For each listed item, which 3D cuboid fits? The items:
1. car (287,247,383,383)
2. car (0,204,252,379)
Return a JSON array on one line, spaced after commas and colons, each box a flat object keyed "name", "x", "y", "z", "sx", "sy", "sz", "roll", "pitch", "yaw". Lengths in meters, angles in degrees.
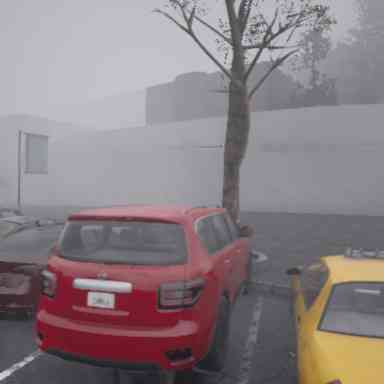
[{"name": "car", "x": 2.266, "y": 1.485, "z": 4.393, "sx": 1.946, "sy": 1.575, "sz": 5.366, "roll": 0, "pitch": -1, "yaw": 15}, {"name": "car", "x": -0.222, "y": 1.231, "z": 5.983, "sx": 2.435, "sy": 2.045, "sz": 5.566, "roll": 0, "pitch": -1, "yaw": 15}]
